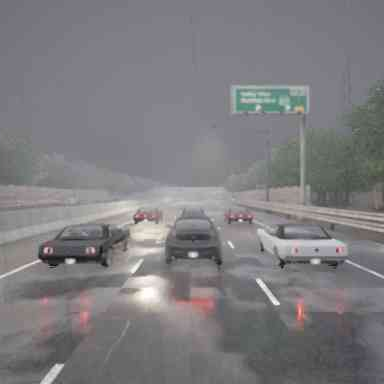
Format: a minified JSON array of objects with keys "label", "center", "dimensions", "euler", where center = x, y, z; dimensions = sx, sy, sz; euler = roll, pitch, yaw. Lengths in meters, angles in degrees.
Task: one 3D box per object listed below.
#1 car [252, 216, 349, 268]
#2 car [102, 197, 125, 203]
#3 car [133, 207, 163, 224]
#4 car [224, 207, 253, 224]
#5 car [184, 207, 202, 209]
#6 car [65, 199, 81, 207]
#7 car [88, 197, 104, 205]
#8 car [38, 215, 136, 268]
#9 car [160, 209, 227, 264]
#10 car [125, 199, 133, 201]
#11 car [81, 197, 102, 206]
[{"label":"car","center":[3.554,1.712,11.704],"dimensions":[1.895,1.301,4.718],"euler":[0,0,1]},{"label":"car","center":[-13.708,2.036,58.094],"dimensions":[1.994,1.385,4.181],"euler":[0,0,1]},{"label":"car","center":[-3.389,1.832,26.685],"dimensions":[1.895,1.301,4.718],"euler":[0,0,1]},{"label":"car","center":[3.610,1.831,26.644],"dimensions":[1.895,1.301,4.718],"euler":[0,0,1]},{"label":"car","center":[0.110,1.831,26.662],"dimensions":[1.895,1.301,4.718],"euler":[0,0,1]},{"label":"car","center":[-20.682,2.003,58.757],"dimensions":[1.812,1.442,4.674],"euler":[0,0,1]},{"label":"car","center":[-20.490,1.918,71.481],"dimensions":[2.097,1.767,4.553],"euler":[0,0,1]},{"label":"car","center":[-3.446,1.712,11.712],"dimensions":[1.895,1.301,4.718],"euler":[0,0,1]},{"label":"car","center":[0.060,1.623,12.322],"dimensions":[1.837,1.490,4.892],"euler":[0,0,1]},{"label":"car","center":[-13.491,2.102,71.344],"dimensions":[2.033,1.411,5.357],"euler":[0,0,1]},{"label":"car","center":[-17.204,1.977,58.090],"dimensions":[1.837,1.490,4.892],"euler":[0,0,1]}]
